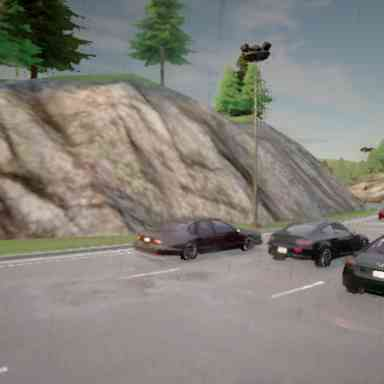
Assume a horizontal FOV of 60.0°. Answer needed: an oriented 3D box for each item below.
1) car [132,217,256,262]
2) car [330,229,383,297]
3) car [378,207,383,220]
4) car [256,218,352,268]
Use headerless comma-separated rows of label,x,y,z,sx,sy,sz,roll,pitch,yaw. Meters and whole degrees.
car,0.408,1.682,12.819,5.357,1.411,2.033,1,-1,-40
car,5.418,1.679,8.034,4.181,1.385,1.994,1,-1,-39
car,19.961,2.025,33.163,1.994,1.385,4.181,0,-1,38
car,4.569,1.676,11.862,4.674,1.442,1.812,1,-1,-40
